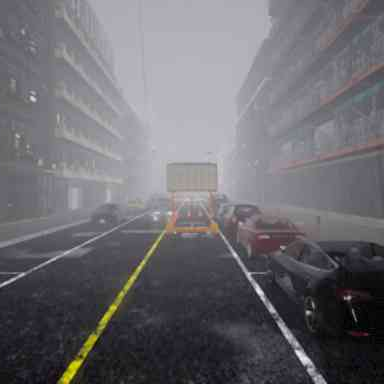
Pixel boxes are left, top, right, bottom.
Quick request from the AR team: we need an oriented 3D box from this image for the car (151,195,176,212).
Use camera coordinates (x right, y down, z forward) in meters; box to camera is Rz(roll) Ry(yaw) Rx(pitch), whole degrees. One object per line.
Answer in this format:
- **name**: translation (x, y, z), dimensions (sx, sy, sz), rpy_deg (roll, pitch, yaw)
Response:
- **car**: translation (-3.104, 1.336, 36.568), dimensions (1.812, 1.442, 4.674), rpy_deg (0, 0, 0)

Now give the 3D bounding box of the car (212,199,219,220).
- **car**: translation (2.686, 1.431, 23.282), dimensions (2.008, 1.369, 4.403), rpy_deg (0, 0, 0)

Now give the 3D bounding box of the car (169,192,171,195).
- **car**: translation (-5.708, 0.857, 85.283), dimensions (2.192, 1.841, 5.009), rpy_deg (0, 0, 0)

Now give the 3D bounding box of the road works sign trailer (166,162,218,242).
- **road works sign trailer**: translation (-0.004, 0.384, 15.772), dimensions (2.380, 3.560, 2.880), rpy_deg (0, 0, 0)

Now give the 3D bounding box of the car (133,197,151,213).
- **car**: translation (-5.697, 1.347, 34.386), dimensions (1.752, 1.417, 4.829), rpy_deg (0, 0, 0)

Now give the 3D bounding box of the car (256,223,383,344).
- **car**: translation (2.690, 1.533, 6.373), dimensions (1.947, 1.339, 4.313), rpy_deg (0, 0, 0)

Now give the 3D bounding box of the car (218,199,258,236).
- **car**: translation (2.688, 1.350, 17.646), dimensions (1.967, 1.590, 4.097), rpy_deg (0, 0, 0)

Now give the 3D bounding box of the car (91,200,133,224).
- **car**: translation (-5.695, 1.447, 23.283), dimensions (1.947, 1.339, 4.313), rpy_deg (0, 0, 0)

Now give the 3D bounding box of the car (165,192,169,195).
- **car**: translation (-5.702, 1.013, 57.101), dimensions (2.192, 1.841, 5.009), rpy_deg (0, 0, 0)

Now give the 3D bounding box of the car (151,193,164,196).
- **car**: translation (-5.701, 1.169, 51.466), dimensions (1.967, 1.590, 4.097), rpy_deg (0, 0, 0)

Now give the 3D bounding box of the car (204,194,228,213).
- **car**: translation (2.685, 1.136, 34.554), dimensions (2.192, 1.841, 5.009), rpy_deg (0, 0, 0)

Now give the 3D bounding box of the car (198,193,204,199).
- **car**: translation (2.671, 1.066, 85.452), dimensions (1.752, 1.417, 4.829), rpy_deg (0, 0, 0)

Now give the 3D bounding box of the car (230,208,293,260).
- **car**: translation (2.689, 1.484, 12.010), dimensions (1.887, 1.381, 4.507), rpy_deg (0, 0, 0)

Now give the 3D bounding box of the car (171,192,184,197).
- **car**: translation (-3.019, 0.722, 77.933), dimensions (2.150, 2.045, 5.566), rpy_deg (0, 0, 0)
